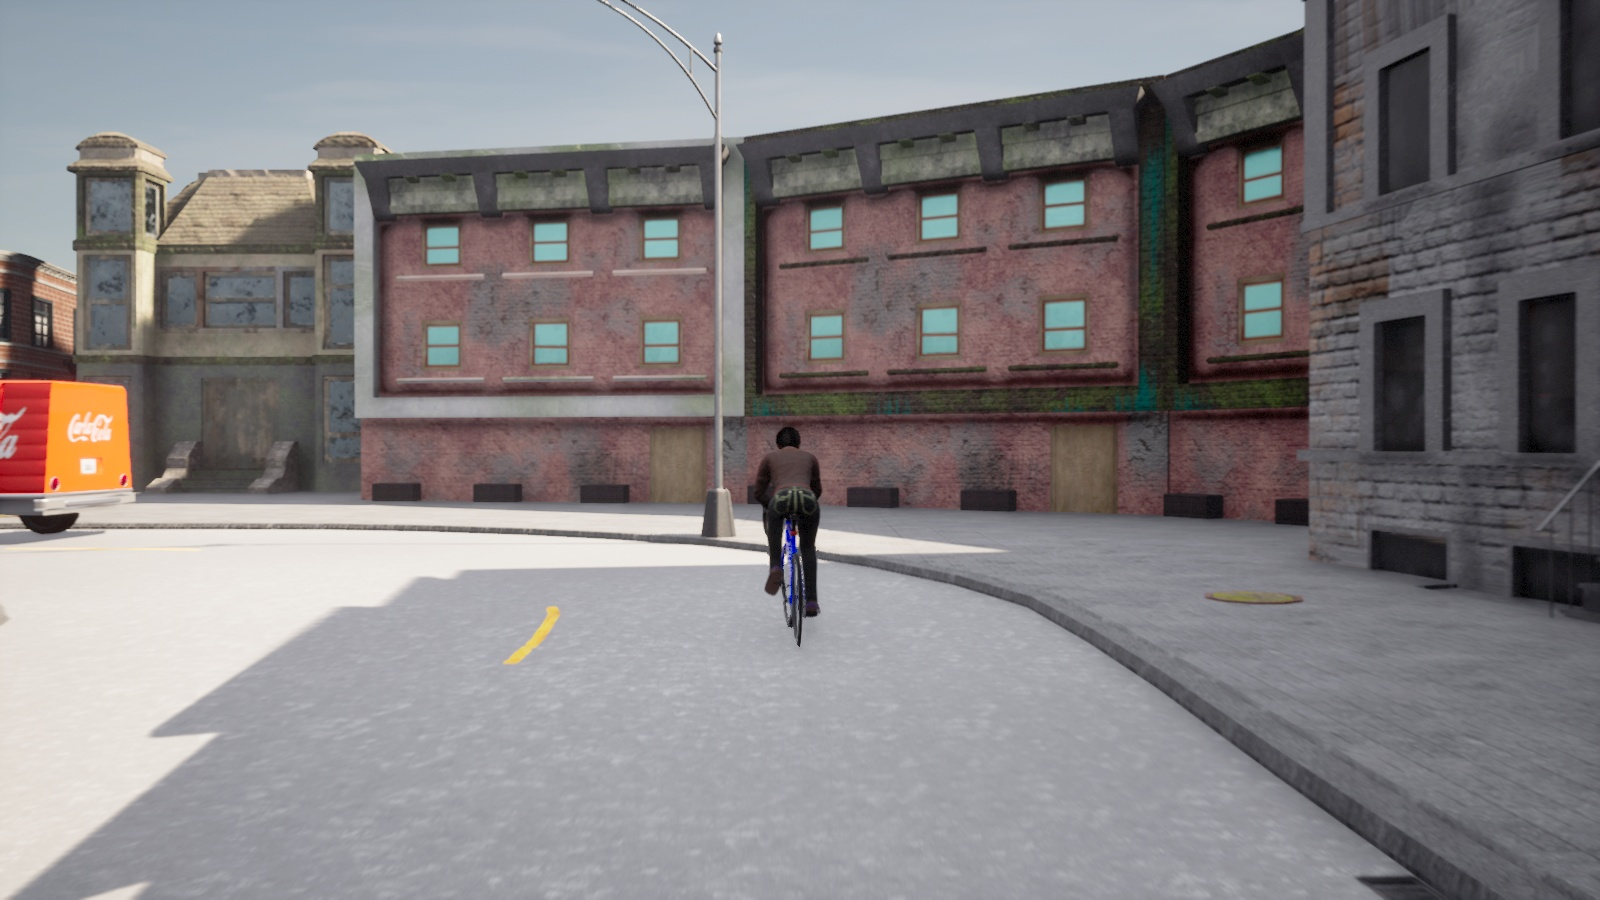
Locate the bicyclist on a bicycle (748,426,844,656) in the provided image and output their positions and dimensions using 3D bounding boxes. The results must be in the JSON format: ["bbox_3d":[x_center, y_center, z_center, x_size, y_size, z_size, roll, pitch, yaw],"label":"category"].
[{"bbox_3d":[-0.064,0.646,9.744,0.582,1.620,1.656,-1,0,-5],"label":"bicyclist on a bicycle"}]

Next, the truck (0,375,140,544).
[{"bbox_3d":[-13.634,0.135,19.669,5.204,2.467,2.627,0,0,1],"label":"truck"}]
